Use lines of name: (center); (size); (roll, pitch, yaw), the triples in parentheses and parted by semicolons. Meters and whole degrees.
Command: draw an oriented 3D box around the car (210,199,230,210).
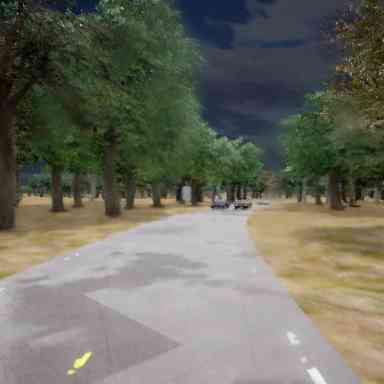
car: (4.009, 1.691, 46.691); (2.033, 1.411, 5.357); (1, 0, 17)

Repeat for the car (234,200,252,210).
car: (7.225, 1.779, 46.509); (1.895, 1.301, 4.718); (1, 0, 17)

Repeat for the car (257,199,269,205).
car: (14.287, 1.994, 66.582); (1.895, 1.301, 4.718); (1, -1, 20)
